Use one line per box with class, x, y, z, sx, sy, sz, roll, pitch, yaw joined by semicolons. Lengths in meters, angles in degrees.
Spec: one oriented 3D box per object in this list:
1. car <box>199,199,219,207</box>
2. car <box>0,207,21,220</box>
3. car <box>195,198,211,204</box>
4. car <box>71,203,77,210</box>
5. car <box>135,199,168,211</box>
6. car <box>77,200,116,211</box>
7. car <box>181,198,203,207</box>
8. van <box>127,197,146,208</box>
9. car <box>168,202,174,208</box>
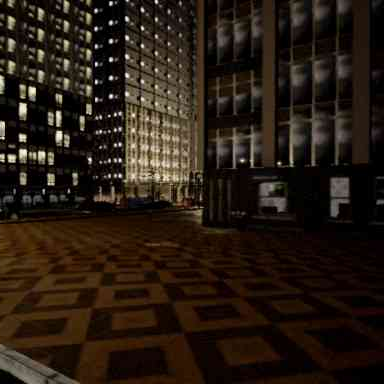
car;3.315;2.158;64.441;1.947;1.339;4.313;0;0;34
car;-18.567;2.041;31.559;2.008;1.369;4.403;0;0;34
car;2.637;2.149;78.482;1.802;1.307;4.206;0;0;34
car;-16.208;1.923;50.365;1.967;1.590;4.097;0;0;34
car;-6.109;2.115;50.379;1.947;1.339;4.313;0;0;34
car;-13.797;2.048;49.235;2.033;1.411;5.357;0;0;34
car;-0.092;1.923;64.174;2.097;1.767;4.553;0;0;34
van;-9.927;1.853;59.739;1.690;1.788;3.998;0;0;34
car;-5.127;2.052;56.596;1.837;1.490;4.892;0;0;35
